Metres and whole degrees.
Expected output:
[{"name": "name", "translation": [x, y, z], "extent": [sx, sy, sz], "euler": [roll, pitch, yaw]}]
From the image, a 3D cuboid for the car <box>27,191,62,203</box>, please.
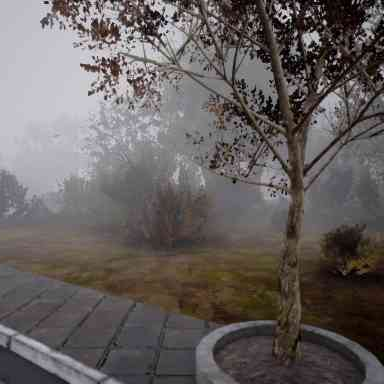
[{"name": "car", "translation": [-18.335, 0.941, 41.832], "extent": [2.150, 2.045, 5.566], "euler": [1, 0, 32]}]
